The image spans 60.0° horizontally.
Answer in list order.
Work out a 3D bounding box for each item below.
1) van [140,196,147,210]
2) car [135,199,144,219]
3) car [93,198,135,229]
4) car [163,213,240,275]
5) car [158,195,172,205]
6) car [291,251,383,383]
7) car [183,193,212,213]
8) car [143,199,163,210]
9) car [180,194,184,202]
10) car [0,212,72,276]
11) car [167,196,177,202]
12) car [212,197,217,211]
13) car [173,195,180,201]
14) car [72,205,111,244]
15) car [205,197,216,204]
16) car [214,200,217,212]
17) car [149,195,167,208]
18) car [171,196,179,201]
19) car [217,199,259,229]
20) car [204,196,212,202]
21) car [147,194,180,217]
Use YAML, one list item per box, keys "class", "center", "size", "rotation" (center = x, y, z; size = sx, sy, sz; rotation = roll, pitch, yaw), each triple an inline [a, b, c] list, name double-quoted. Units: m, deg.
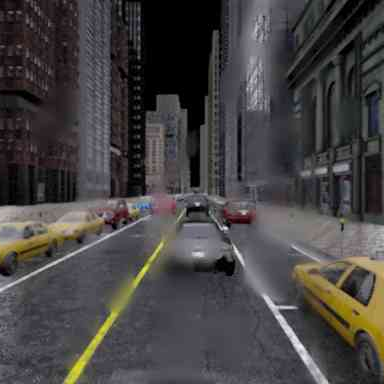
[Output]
- class: "van"
  center: [-5.234, 1.398, 38.792]
  size: [1.690, 1.788, 3.998]
  rotation: [0, 0, 1]
- class: "car"
  center: [-5.394, 1.562, 27.342]
  size: [1.752, 1.417, 4.829]
  rotation: [0, 0, 1]
- class: "car"
  center: [-5.471, 1.343, 21.872]
  size: [2.192, 1.841, 5.009]
  rotation: [0, 0, 1]
- class: "car"
  center: [0.220, 1.579, 10.540]
  size: [1.994, 1.385, 4.181]
  rotation: [0, 0, 1]
- class: "car"
  center: [-4.918, 1.420, 61.353]
  size: [2.192, 1.841, 5.009]
  rotation: [0, 0, 1]
- class: "car"
  center: [2.819, 1.533, 5.010]
  size: [1.752, 1.417, 4.829]
  rotation: [0, 0, 1]
- class: "car"
  center: [0.547, 1.270, 32.821]
  size: [2.150, 2.045, 5.566]
  rotation: [0, 0, 1]
- class: "car"
  center: [-5.155, 1.619, 44.432]
  size: [2.008, 1.369, 4.403]
  rotation: [0, 0, 1]
- class: "car"
  center: [-1.975, 1.594, 73.911]
  size: [2.033, 1.411, 5.357]
  rotation: [0, 0, 1]
- class: "car"
  center: [-5.631, 1.537, 10.421]
  size: [1.752, 1.417, 4.829]
  rotation: [0, 0, 1]
- class: "car"
  center: [-4.680, 1.708, 78.273]
  size: [1.947, 1.339, 4.313]
  rotation: [0, 0, 1]
- class: "car"
  center: [3.291, 1.611, 38.679]
  size: [2.008, 1.369, 4.403]
  rotation: [0, 0, 1]
- class: "car"
  center: [-4.445, 1.704, 95.024]
  size: [1.752, 1.417, 4.829]
  rotation: [0, 0, 1]
- class: "car"
  center: [-5.552, 1.544, 16.061]
  size: [1.752, 1.417, 4.829]
  rotation: [0, 0, 1]
- class: "car"
  center: [3.686, 1.686, 66.878]
  size: [1.947, 1.339, 4.313]
  rotation: [0, 0, 1]
- class: "car"
  center: [3.133, 1.591, 27.399]
  size: [2.008, 1.369, 4.403]
  rotation: [0, 0, 1]
- class: "car"
  center: [-5.076, 1.395, 50.072]
  size: [2.192, 1.841, 5.009]
  rotation: [0, 0, 1]
- class: "car"
  center: [-4.522, 1.718, 89.553]
  size: [2.008, 1.369, 4.403]
  rotation: [0, 0, 1]
- class: "car"
  center: [3.053, 1.346, 21.759]
  size: [2.192, 1.841, 5.009]
  rotation: [0, 0, 1]
- class: "car"
  center: [3.923, 1.702, 83.798]
  size: [1.887, 1.381, 4.507]
  rotation: [0, 0, 1]
- class: "car"
  center: [-2.655, 1.269, 32.543]
  size: [2.150, 2.045, 5.566]
  rotation: [0, 0, 1]
